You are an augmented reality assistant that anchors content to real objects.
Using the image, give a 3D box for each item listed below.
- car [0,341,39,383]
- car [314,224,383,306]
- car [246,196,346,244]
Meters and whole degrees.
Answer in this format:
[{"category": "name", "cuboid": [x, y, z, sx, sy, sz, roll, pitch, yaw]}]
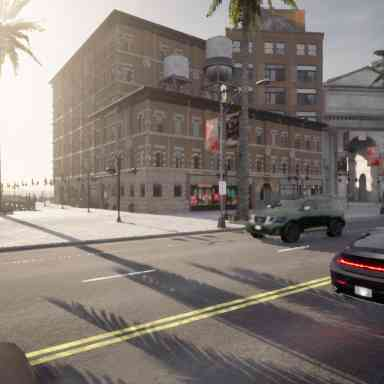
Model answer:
[{"category": "car", "cuboid": [-3.422, 1.547, 1.294, 5.357, 1.411, 2.033, 0, 0, -36]}, {"category": "car", "cuboid": [4.984, 1.505, 7.265, 4.892, 1.490, 1.837, 0, 0, -36]}, {"category": "car", "cuboid": [5.171, 1.223, 16.167, 5.566, 2.045, 2.150, 0, 0, -35]}]
